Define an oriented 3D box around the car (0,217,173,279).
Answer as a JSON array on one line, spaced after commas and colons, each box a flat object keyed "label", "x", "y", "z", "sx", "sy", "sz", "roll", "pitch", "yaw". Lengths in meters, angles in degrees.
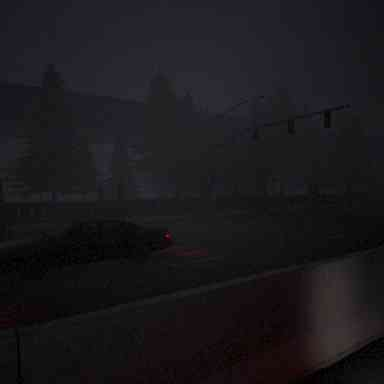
[{"label": "car", "x": -3.207, "y": 1.519, "z": 10.300, "sx": 5.357, "sy": 1.411, "sz": 2.033, "roll": -1, "pitch": 1, "yaw": -35}]
